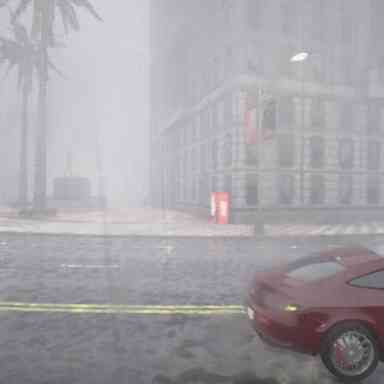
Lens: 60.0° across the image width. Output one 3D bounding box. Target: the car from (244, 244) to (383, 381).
[{"bbox_3d":[3.127,1.539,4.892,4.674,1.442,1.812,0,0,-3],"label":"car"}]
